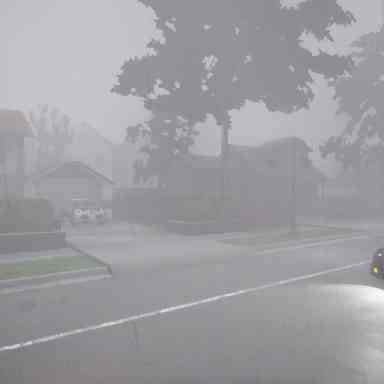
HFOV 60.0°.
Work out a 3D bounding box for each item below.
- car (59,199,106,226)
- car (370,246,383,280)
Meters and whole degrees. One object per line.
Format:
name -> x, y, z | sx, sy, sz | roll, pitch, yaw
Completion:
car -> -6.583, 1.168, 19.906 | 1.970, 1.475, 3.806 | 0, 0, -35
car -> 6.435, 1.564, 8.548 | 4.181, 1.385, 1.994 | 0, 0, -35
